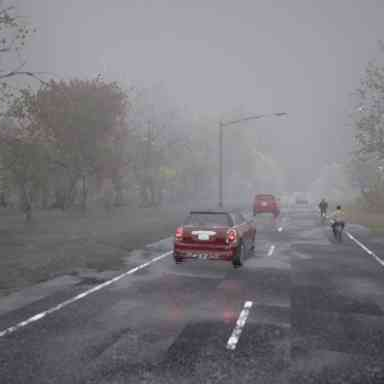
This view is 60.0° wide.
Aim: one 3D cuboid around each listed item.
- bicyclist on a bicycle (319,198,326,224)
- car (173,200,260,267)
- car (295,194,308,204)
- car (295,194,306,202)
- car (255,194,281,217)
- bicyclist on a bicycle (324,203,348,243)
[{"bbox_3d":[9.246,1.330,23.456,0.659,1.776,1.843,0,0,17],"label":"bicyclist on a bicycle"},{"bbox_3d":[0.985,1.326,11.680,2.097,1.767,4.553,0,0,17],"label":"car"},{"bbox_3d":[19.427,1.460,58.851,1.994,1.385,4.181,0,0,17],"label":"car"},{"bbox_3d":[22.974,1.231,70.527,2.097,1.767,4.553,0,0,17],"label":"car"},{"bbox_3d":[6.912,1.161,30.616,2.150,2.045,5.566,0,0,17],"label":"car"},{"bbox_3d":[6.503,1.411,14.782,0.866,1.612,1.509,0,0,18],"label":"bicyclist on a bicycle"}]
